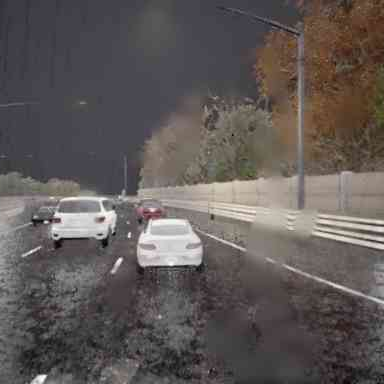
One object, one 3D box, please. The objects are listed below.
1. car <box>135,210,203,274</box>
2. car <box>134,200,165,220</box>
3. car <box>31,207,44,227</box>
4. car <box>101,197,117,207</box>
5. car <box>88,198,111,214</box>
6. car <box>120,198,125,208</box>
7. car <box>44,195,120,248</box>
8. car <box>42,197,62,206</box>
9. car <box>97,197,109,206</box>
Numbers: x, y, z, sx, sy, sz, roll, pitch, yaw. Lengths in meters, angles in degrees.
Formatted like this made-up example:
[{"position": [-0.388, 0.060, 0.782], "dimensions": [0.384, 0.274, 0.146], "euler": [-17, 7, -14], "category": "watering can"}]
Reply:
[{"position": [-0.751, 1.529, 10.590], "dimensions": [1.812, 1.442, 4.674], "euler": [0, 0, -6], "category": "car"}, {"position": [-3.374, 1.365, 26.013], "dimensions": [2.097, 1.767, 4.553], "euler": [0, 0, -14], "category": "car"}, {"position": [-9.890, 1.636, 23.564], "dimensions": [1.895, 1.301, 4.718], "euler": [0, 0, -14], "category": "car"}, {"position": [-13.311, 1.575, 52.978], "dimensions": [1.812, 1.442, 4.674], "euler": [0, 0, -23], "category": "car"}, {"position": [-10.373, 1.530, 37.124], "dimensions": [2.128, 1.511, 4.902], "euler": [0, 0, -20], "category": "car"}, {"position": [-10.870, 1.531, 47.299], "dimensions": [2.128, 1.511, 4.902], "euler": [0, 0, -23], "category": "car"}, {"position": [-4.705, 1.238, 15.193], "dimensions": [2.150, 2.045, 5.566], "euler": [0, 0, -8], "category": "car"}, {"position": [-23.794, 1.577, 56.515], "dimensions": [2.128, 1.511, 4.902], "euler": [0, 0, -35], "category": "car"}, {"position": [-15.908, 1.584, 59.278], "dimensions": [1.812, 1.442, 4.674], "euler": [0, 0, -19], "category": "car"}]
